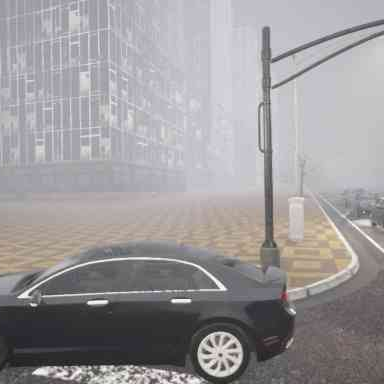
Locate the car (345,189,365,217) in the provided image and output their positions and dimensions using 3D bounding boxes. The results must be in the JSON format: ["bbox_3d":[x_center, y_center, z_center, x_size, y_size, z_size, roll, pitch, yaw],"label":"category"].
[{"bbox_3d":[11.090,0.759,20.689,1.994,1.385,4.181,-1,2,17],"label":"car"}]

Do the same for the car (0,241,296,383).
[{"bbox_3d":[-1.059,1.505,4.766,4.892,1.490,1.837,0,0,0],"label":"car"}]

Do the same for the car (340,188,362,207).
[{"bbox_3d":[13.088,0.453,26.752,2.128,1.511,4.902,-1,2,18],"label":"car"}]

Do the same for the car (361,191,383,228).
[{"bbox_3d":[9.037,0.927,14.396,2.128,1.511,4.902,-1,2,18],"label":"car"}]
